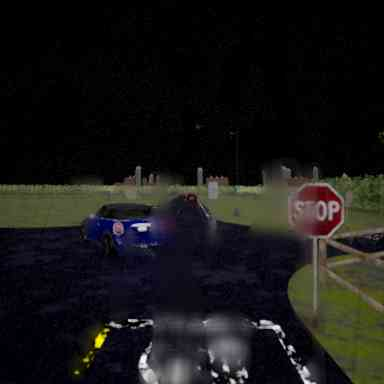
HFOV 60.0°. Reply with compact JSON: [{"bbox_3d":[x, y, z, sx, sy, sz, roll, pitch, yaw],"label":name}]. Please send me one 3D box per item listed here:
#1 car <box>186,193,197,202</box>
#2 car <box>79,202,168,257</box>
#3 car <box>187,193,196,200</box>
[{"bbox_3d":[-0.039,1.022,60.899,1.882,1.535,5.008,0,0,0],"label":"car"},{"bbox_3d":[-2.740,1.212,12.698,2.097,1.767,4.553,0,0,-31],"label":"car"},{"bbox_3d":[-0.046,0.963,71.349,1.895,1.301,4.718,0,0,0],"label":"car"}]
